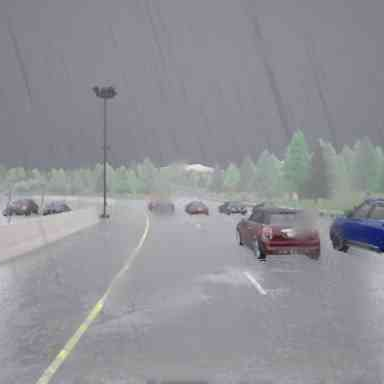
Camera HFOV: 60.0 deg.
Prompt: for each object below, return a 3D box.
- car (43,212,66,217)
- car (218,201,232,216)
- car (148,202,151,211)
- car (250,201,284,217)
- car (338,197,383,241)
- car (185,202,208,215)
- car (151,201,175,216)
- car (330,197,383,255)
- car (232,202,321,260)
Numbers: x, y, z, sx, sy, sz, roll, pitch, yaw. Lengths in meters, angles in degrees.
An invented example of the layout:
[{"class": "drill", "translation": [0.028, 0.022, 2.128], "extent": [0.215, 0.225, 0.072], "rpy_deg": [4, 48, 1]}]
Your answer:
[{"class": "car", "translation": [-13.404, 1.704, 32.934], "extent": [1.994, 1.385, 4.181], "rpy_deg": [0, 0, -9]}, {"class": "car", "translation": [4.149, 1.695, 34.758], "extent": [2.033, 1.411, 5.357], "rpy_deg": [0, 0, -10]}, {"class": "car", "translation": [-4.728, 1.786, 43.759], "extent": [1.895, 1.301, 4.718], "rpy_deg": [0, 0, -12]}, {"class": "car", "translation": [7.700, 1.709, 34.414], "extent": [1.994, 1.385, 4.181], "rpy_deg": [0, 0, -9]}, {"class": "car", "translation": [9.853, 1.288, 16.952], "extent": [2.150, 2.045, 5.566], "rpy_deg": [0, -1, -3]}, {"class": "car", "translation": [0.446, 1.713, 35.417], "extent": [1.994, 1.385, 4.181], "rpy_deg": [0, 0, -9]}, {"class": "car", "translation": [-2.931, 1.624, 34.471], "extent": [1.882, 1.535, 5.008], "rpy_deg": [0, 0, -10]}, {"class": "car", "translation": [6.756, 1.269, 11.107], "extent": [2.150, 2.045, 5.566], "rpy_deg": [0, 0, -3]}, {"class": "car", "translation": [3.106, 1.407, 12.845], "extent": [2.097, 1.767, 4.553], "rpy_deg": [0, 0, -3]}]
